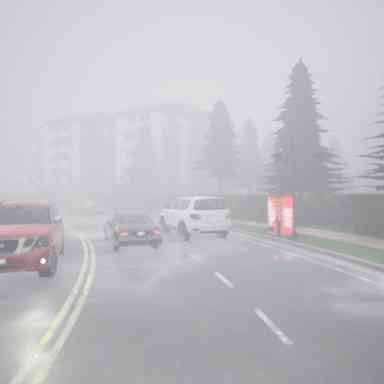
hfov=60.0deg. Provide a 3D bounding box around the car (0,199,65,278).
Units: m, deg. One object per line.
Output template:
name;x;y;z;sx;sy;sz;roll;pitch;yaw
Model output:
car;-5.260;1.275;10.360;2.150;2.045;5.566;0;0;-17

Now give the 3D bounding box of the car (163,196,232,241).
car;0.009;1.239;17.020;2.150;2.045;5.566;0;0;-21

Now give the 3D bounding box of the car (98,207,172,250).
car;-2.734;1.585;14.591;2.033;1.411;5.357;0;0;-20

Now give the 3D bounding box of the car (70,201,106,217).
car;-10.455;1.597;33.195;1.882;1.535;5.008;0;0;-43

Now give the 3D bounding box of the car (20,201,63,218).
car;-14.770;1.645;32.570;4.902;1.511;2.128;-1;0;44

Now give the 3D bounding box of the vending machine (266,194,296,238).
vending machine;4.425;1.176;16.592;1.100;2.100;0.880;0;0;-19
